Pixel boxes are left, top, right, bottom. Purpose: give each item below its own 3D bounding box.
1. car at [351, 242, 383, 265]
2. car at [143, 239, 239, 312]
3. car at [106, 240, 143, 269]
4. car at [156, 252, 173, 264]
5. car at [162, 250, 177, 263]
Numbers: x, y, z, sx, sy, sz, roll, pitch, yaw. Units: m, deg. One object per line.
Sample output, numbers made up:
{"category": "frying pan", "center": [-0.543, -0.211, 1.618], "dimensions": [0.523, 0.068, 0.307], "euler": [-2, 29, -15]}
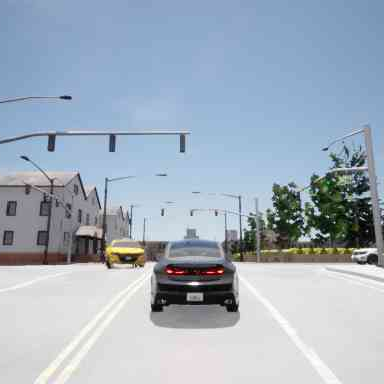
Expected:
{"category": "car", "center": [16.847, 5.316, 28.807], "dimensions": [5.566, 2.045, 2.150], "euler": [0, -12, 1]}
{"category": "car", "center": [0.061, 1.986, 8.595], "dimensions": [1.837, 1.490, 4.892], "euler": [0, -7, 0]}
{"category": "car", "center": [-3.738, 3.398, 18.522], "dimensions": [1.882, 1.535, 5.008], "euler": [5, -12, -15]}
{"category": "car", "center": [-3.641, 8.889, 44.540], "dimensions": [1.812, 1.442, 4.674], "euler": [0, -12, 0]}
{"category": "car", "center": [-3.646, 10.736, 54.960], "dimensions": [2.150, 2.045, 5.566], "euler": [0, -12, 0]}
